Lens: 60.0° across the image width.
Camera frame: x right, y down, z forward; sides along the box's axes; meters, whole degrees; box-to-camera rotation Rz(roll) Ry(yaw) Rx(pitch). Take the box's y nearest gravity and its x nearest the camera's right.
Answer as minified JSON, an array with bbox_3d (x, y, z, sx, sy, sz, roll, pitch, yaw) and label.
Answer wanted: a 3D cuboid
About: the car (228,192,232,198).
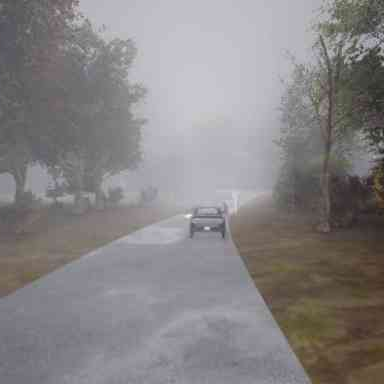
[{"bbox_3d":[9.816,0.724,78.717,1.882,1.535,5.008,1,3,17],"label":"car"}]

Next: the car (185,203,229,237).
[{"bbox_3d":[0.914,1.566,18.526,2.128,1.511,4.902,0,0,4],"label":"car"}]
